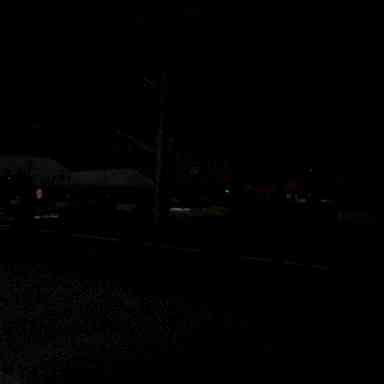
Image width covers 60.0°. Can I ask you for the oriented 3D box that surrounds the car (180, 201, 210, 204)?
[{"bbox_3d":[0.481,1.310,44.748,2.033,1.411,5.357,0,0,36],"label":"car"}]

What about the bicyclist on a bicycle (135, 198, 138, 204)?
[{"bbox_3d":[-3.930,1.236,24.302,1.656,1.620,0.582,0,0,36],"label":"bicyclist on a bicycle"}]

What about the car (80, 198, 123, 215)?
[{"bbox_3d":[-8.871,1.309,31.821,1.882,1.535,5.008,0,0,36],"label":"car"}]
